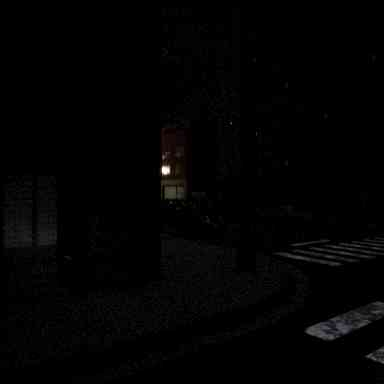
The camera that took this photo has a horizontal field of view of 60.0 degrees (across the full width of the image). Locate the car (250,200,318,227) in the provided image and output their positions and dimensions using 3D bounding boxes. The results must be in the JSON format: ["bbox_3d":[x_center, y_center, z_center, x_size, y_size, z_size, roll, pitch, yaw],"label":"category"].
[{"bbox_3d":[6.129,1.529,22.669,1.752,1.417,4.829,0,0,-35],"label":"car"}]

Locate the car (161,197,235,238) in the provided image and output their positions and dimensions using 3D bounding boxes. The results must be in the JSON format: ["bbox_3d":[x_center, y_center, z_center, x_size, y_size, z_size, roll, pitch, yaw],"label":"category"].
[{"bbox_3d":[-0.317,1.285,17.889,2.192,1.841,5.009,0,0,-35],"label":"car"}]

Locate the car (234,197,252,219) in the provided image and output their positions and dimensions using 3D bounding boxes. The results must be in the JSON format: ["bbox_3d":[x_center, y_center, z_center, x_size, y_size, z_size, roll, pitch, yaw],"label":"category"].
[{"bbox_3d":[2.939,1.313,27.160,2.192,1.841,5.009,0,0,-35],"label":"car"}]

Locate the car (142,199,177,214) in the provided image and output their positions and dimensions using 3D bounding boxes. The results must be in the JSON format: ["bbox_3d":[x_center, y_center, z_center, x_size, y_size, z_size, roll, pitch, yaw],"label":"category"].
[{"bbox_3d":[-3.643,1.530,36.417,1.887,1.381,4.507,0,0,-35],"label":"car"}]
